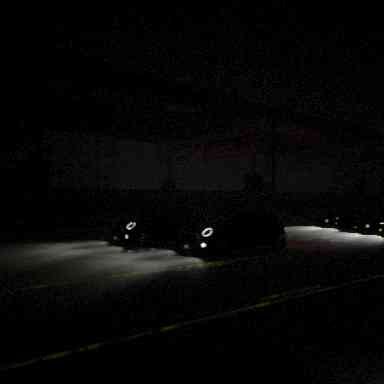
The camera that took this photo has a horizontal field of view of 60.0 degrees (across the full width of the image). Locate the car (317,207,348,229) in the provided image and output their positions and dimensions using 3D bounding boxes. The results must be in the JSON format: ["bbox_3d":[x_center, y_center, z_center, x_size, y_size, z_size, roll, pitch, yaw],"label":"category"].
[{"bbox_3d":[10.845,1.803,23.752,4.181,1.385,1.994,1,0,-33],"label":"car"}]

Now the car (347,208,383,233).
[{"bbox_3d":[11.715,1.790,20.138,4.181,1.385,1.994,1,0,-33],"label":"car"}]

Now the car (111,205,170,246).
[{"bbox_3d":[-1.437,1.426,15.628,4.553,1.767,2.097,1,0,-34],"label":"car"}]

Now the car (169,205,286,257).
[{"bbox_3d":[1.665,1.443,13.488,4.553,1.767,2.097,1,0,-34],"label":"car"}]
